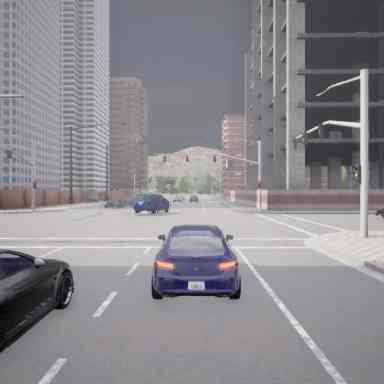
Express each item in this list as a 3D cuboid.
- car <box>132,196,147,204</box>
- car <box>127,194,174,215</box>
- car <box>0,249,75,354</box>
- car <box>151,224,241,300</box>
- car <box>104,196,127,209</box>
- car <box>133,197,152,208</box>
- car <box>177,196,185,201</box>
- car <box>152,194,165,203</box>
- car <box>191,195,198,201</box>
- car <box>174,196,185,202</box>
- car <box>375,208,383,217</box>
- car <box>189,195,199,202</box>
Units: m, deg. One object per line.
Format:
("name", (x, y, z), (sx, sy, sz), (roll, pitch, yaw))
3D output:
("car", (-10.247, 1.478, 65.149), (1.882, 1.535, 5.008), (0, 0, 2))
("car", (-4.163, 1.221, 34.743), (2.150, 2.045, 5.566), (1, 0, 18))
("car", (-3.429, 1.564, 5.214), (1.994, 1.385, 4.181), (0, 0, 1))
("car", (0.093, 1.526, 8.296), (1.812, 1.442, 4.674), (0, 0, 0))
("car", (-10.643, 1.564, 45.545), (1.994, 1.385, 4.181), (0, 0, 1))
("car", (-7.104, 1.478, 48.046), (1.882, 1.535, 5.008), (0, 0, 1))
("car", (-2.833, 1.595, 85.903), (1.895, 1.301, 4.718), (0, 0, 1))
("car", (-6.692, 1.352, 67.196), (2.097, 1.767, 4.553), (0, 0, 1))
("car", (0.670, 1.524, 85.990), (1.812, 1.442, 4.674), (0, 0, 1))
("car", (-3.045, 1.596, 73.650), (1.895, 1.301, 4.718), (0, 0, 1))
("car", (18.339, 1.547, 27.732), (5.357, 1.411, 2.033), (0, 0, 1))
("car", (0.459, 1.525, 74.349), (2.128, 1.511, 4.902), (0, 0, 1))
